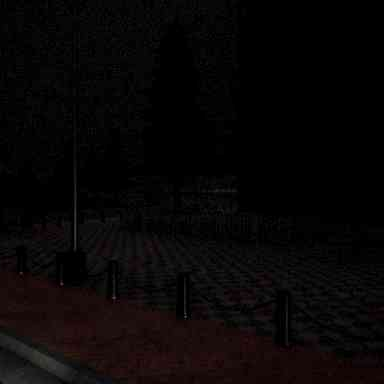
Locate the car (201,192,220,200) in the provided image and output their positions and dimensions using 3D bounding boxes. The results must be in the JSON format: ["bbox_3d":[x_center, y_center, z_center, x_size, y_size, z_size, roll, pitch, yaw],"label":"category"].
[{"bbox_3d":[5.235,1.384,91.415,3.806,1.475,1.970,0,0,35],"label":"car"}]

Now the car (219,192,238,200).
[{"bbox_3d":[9.593,1.374,84.710,3.633,1.501,1.845,0,0,35],"label":"car"}]
